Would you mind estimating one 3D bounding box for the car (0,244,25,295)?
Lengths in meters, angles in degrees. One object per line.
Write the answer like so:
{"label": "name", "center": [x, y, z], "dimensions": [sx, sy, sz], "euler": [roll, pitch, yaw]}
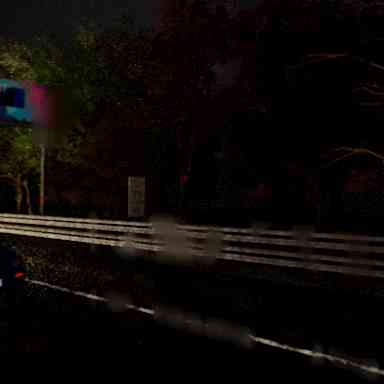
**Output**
{"label": "car", "center": [-5.660, 1.600, 7.588], "dimensions": [4.674, 1.442, 1.812], "euler": [-1, -1, 34]}
